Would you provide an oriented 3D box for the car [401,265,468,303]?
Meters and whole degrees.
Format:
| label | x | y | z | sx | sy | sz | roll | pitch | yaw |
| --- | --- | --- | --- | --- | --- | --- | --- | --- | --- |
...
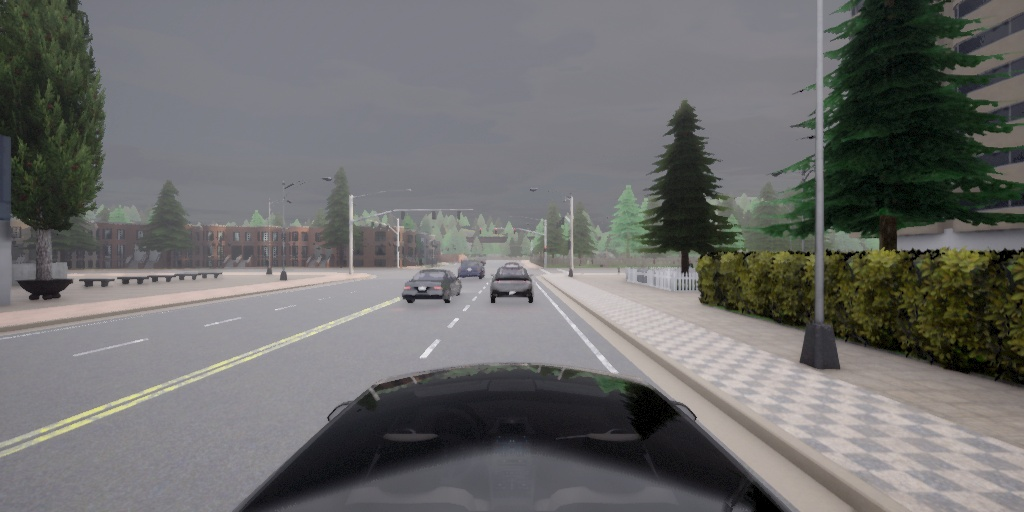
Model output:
| label | x | y | z | sx | sy | sz | roll | pitch | yaw |
| --- | --- | --- | --- | --- | --- | --- | --- | --- | --- |
| car | -3.500 | 1.312 | 16.500 | 2.033 | 1.411 | 5.357 | 0 | 0 | 0 |

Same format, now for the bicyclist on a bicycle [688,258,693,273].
| label | x | y | z | sx | sy | sz | roll | pitch | yaw |
| --- | --- | --- | --- | --- | --- | --- | --- | --- | --- |
| bicyclist on a bicycle | 18.249 | 1.051 | 37.000 | 0.582 | 1.620 | 1.656 | 0 | 0 | 0 |

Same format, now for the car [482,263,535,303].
| label | x | y | z | sx | sy | sz | roll | pitch | yaw |
| --- | --- | --- | --- | --- | --- | --- | --- | --- | --- |
| car | 0.000 | 1.244 | 16.500 | 2.128 | 1.511 | 4.902 | 0 | 0 | 0 |

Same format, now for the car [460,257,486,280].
| label | x | y | z | sx | sy | sz | roll | pitch | yaw |
| --- | --- | --- | --- | --- | --- | --- | --- | --- | --- |
| car | -3.500 | 1.115 | 31.470 | 2.097 | 1.767 | 4.553 | 0 | 0 | 0 |
